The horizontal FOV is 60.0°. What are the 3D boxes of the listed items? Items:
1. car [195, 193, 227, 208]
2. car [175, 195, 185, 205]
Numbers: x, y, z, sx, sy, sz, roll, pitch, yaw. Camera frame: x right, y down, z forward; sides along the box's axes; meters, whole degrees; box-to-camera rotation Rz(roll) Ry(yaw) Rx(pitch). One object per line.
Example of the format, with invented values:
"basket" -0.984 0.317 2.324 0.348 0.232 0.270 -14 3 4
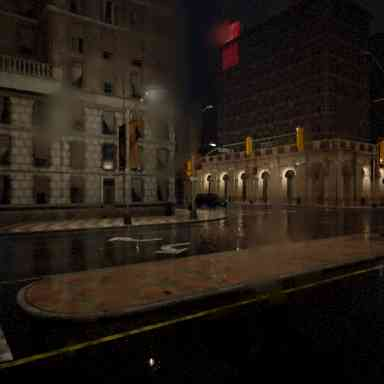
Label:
"car" 2.670 1.221 48.161 2.150 2.045 5.566 0 0 -35
"car" -3.164 1.353 56.413 2.097 1.767 4.553 0 0 -35
